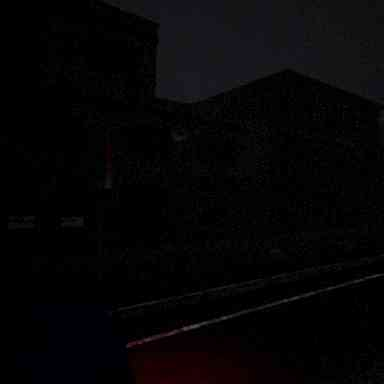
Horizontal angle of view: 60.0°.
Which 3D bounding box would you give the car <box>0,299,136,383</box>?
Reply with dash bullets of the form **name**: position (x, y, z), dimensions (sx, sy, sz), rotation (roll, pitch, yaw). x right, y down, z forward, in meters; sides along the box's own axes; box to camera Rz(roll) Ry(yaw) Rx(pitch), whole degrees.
- **car**: position (-2.760, 1.476, 1.717), dimensions (5.008, 1.535, 1.882), rotation (0, 0, -36)
